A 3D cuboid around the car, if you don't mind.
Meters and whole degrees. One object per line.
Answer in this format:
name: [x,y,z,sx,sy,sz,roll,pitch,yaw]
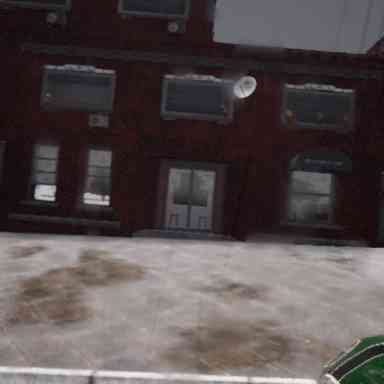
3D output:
car: [3.388,1.668,2.571,4.553,1.767,2.097,2,-3,0]
